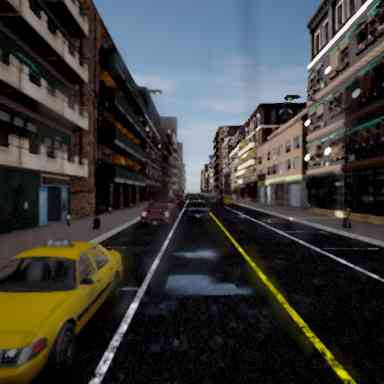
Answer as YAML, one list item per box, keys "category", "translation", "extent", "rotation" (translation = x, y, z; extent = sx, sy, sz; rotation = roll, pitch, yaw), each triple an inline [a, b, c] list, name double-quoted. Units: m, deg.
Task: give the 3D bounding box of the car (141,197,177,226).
- category: "car"
  translation: [-2.287, 1.390, 22.607]
  extent: [1.967, 1.590, 4.097]
  rotation: [0, 0, 0]

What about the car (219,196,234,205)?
- category: "car"
  translation: [6.167, 1.430, 56.573]
  extent: [1.752, 1.417, 4.829]
  rotation: [0, 0, 0]

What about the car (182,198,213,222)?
- category: "car"
  translation: [0.408, 1.457, 25.552]
  extent: [1.837, 1.490, 4.892]
  rotation: [0, 0, 0]

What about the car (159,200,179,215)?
- category: "car"
  translation: [-2.263, 1.510, 33.880]
  extent: [1.802, 1.307, 4.206]
  rotation: [0, 0, 0]

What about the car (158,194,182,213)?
- category: "car"
  translation: [-2.273, 1.254, 28.243]
  extent: [2.192, 1.841, 5.009]
  rotation: [0, 0, 0]

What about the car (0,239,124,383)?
- category: "car"
  translation: [-2.324, 1.508, 5.527]
  extent: [1.752, 1.417, 4.829]
  rotation: [0, 0, 0]

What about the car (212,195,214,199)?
- category: "car"
  translation: [6.239, 1.383, 90.220]
  extent: [2.008, 1.369, 4.403]
  rotation: [0, 0, 0]

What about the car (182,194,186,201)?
- category: "car"
  translation: [-2.212, 1.196, 56.425]
  extent: [2.192, 1.841, 5.009]
  rotation: [0, 0, 0]

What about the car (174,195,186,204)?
- category: "car"
  translation: [-2.202, 1.309, 62.061]
  extent: [1.967, 1.590, 4.097]
  rotation: [0, 0, 0]

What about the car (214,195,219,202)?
- category: "car"
  translation: [6.190, 1.426, 67.676]
  extent: [1.887, 1.381, 4.507]
  rotation: [0, 0, 0]

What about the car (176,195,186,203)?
- category: "car"
  translation: [-2.190, 1.402, 67.698]
  extent: [1.887, 1.381, 4.507]
  rotation: [0, 0, 0]
